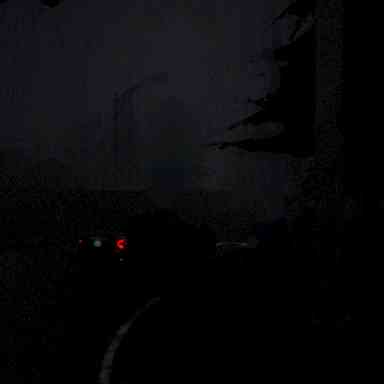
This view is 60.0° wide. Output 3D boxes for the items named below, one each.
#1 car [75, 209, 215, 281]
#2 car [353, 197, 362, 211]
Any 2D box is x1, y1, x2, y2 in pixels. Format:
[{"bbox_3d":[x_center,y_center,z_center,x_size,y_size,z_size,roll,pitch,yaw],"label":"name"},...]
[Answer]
[{"bbox_3d":[-1.163,1.342,10.234,2.097,1.767,4.553,0,0,36],"label":"car"},{"bbox_3d":[20.518,1.332,39.171,2.097,1.767,4.553,0,0,39],"label":"car"}]
